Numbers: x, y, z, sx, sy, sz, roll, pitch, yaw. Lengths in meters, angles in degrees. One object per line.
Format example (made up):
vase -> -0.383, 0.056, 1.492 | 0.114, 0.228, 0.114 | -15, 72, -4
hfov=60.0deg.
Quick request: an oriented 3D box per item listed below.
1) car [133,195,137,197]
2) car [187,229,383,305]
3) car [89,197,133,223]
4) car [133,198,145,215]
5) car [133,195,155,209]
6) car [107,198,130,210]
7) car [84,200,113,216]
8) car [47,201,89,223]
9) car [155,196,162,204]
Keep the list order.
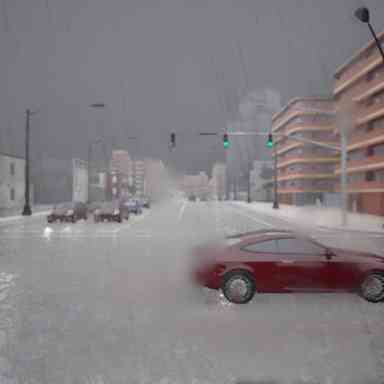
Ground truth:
car -> -10.267, 1.390, 61.665 | 2.097, 1.767, 4.553 | 0, 0, 0
car -> 2.222, 1.607, 7.725 | 4.674, 1.442, 1.812 | 0, -1, -2
car -> -6.612, 1.559, 27.640 | 2.097, 1.767, 4.553 | 0, 0, 0
car -> -6.672, 1.714, 36.516 | 1.812, 1.442, 4.674 | 0, 0, 0
car -> -6.736, 1.634, 46.903 | 1.837, 1.490, 4.892 | 0, 0, 0
car -> -10.236, 1.677, 46.869 | 2.033, 1.411, 5.357 | 0, 0, 0
car -> -10.173, 1.694, 36.506 | 1.837, 1.490, 4.892 | 0, 0, 0
car -> -10.109, 1.563, 27.367 | 2.097, 1.767, 4.553 | 0, 0, 0
car -> -6.763, 1.513, 62.908 | 1.882, 1.535, 5.008 | 0, 0, 0
